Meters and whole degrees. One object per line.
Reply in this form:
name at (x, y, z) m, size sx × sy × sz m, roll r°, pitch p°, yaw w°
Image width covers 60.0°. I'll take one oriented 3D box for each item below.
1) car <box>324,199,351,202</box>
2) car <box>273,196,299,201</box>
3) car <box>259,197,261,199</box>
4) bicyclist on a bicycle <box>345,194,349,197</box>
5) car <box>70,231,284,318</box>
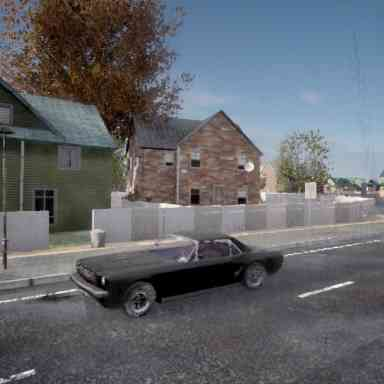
car at (16.237, 1.190, 36.845) m, size 1.837 × 1.490 × 4.892 m, roll 1°, pitch 1°, yaw -20°
car at (12.924, 1.010, 46.171) m, size 1.882 × 1.535 × 5.008 m, roll 1°, pitch 0°, yaw -20°
car at (9.617, 0.978, 55.496) m, size 1.895 × 1.301 × 4.718 m, roll 1°, pitch 0°, yaw -19°
bicyclist on a bicycle at (20.152, 1.036, 43.350) m, size 1.656 × 1.620 × 0.582 m, roll 1°, pitch 0°, yaw -20°
car at (-0.168, 1.603, 7.511) m, size 4.718 × 1.301 × 1.895 m, roll 0°, pitch 0°, yaw -35°
